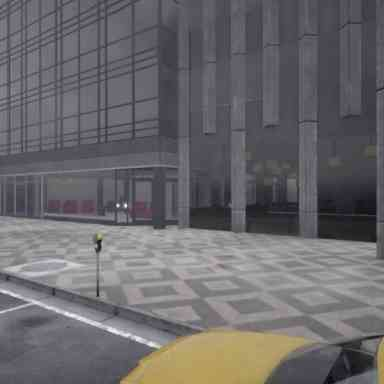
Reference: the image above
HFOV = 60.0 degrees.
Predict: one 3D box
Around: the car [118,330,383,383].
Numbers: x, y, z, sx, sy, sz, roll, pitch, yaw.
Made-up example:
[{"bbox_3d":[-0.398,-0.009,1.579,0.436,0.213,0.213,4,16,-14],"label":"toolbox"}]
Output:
[{"bbox_3d":[1.520,1.525,1.996,4.829,1.417,1.752,0,0,36],"label":"car"}]
